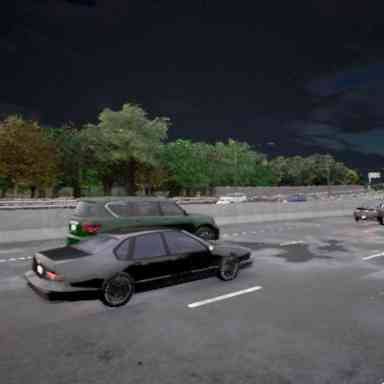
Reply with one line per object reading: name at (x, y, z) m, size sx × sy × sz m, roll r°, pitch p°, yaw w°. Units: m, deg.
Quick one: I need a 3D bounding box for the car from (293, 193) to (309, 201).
car at (25.139, 1.108, 76.562) m, size 2.097 × 1.767 × 4.553 m, roll 1°, pitch 1°, yaw 36°

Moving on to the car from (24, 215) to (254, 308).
car at (-0.920, 1.519, 7.879) m, size 5.357 × 1.411 × 2.033 m, roll 0°, pitch 0°, yaw -39°

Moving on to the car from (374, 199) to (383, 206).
car at (38.572, 2.096, 66.267) m, size 5.357 × 1.411 × 2.033 m, roll 2°, pitch -1°, yaw -38°

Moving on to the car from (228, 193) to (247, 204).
car at (6.233, 1.171, 50.573) m, size 2.150 × 2.045 × 5.566 m, roll 1°, pitch 1°, yaw 38°

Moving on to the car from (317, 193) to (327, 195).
car at (34.710, 0.964, 88.971) m, size 1.882 × 1.535 × 5.008 m, roll 1°, pitch 2°, yaw 38°

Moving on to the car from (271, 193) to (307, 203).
car at (14.234, 1.267, 47.002) m, size 5.566 × 2.045 × 2.150 m, roll 1°, pitch -1°, yaw -38°

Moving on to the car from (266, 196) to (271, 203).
car at (15.942, 1.385, 63.864) m, size 1.882 × 1.535 × 5.008 m, roll 1°, pitch 1°, yaw 35°

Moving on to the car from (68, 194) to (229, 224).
car at (-1.531, 1.177, 11.867) m, size 5.566 × 2.045 × 2.150 m, roll 0°, pitch 0°, yaw -39°

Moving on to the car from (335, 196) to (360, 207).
car at (26.579, 1.618, 56.761) m, size 4.553 × 1.767 × 2.097 m, roll 1°, pitch -1°, yaw -38°

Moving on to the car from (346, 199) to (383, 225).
car at (13.378, 1.488, 23.729) m, size 4.902 × 1.511 × 2.128 m, roll 0°, pitch 0°, yaw -39°

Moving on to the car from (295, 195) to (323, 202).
car at (16.347, 1.550, 44.212) m, size 4.902 × 1.511 × 2.128 m, roll 1°, pitch 0°, yaw -38°

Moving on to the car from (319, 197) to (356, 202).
car at (18.161, 1.594, 41.188) m, size 4.674 × 1.442 × 1.812 m, roll 1°, pitch 0°, yaw -38°
